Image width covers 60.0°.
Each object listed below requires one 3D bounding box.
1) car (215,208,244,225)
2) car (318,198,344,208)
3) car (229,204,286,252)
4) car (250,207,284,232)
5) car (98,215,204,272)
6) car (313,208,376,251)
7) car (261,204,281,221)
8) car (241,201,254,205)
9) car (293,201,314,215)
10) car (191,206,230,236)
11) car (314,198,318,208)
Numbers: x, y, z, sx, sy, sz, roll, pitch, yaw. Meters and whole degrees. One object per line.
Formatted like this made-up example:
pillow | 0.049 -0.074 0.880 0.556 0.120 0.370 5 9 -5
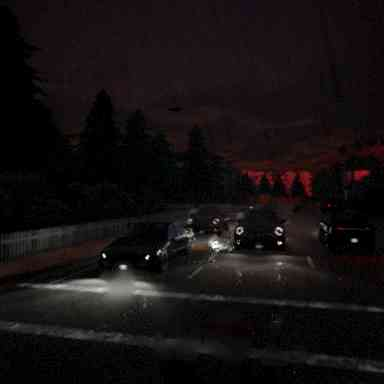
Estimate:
car | 3.423 2.120 29.812 1.895 1.301 4.718 -1 -1 15
car | 17.750 1.809 42.168 2.150 2.045 5.566 -1 -1 15
car | 3.217 1.614 15.380 2.097 1.767 4.553 -1 -1 15
car | 5.542 1.886 24.153 2.128 1.511 4.902 -1 -1 15
car | -1.278 1.797 12.058 2.033 1.411 5.357 -1 -1 15
car | 7.000 1.712 15.369 2.128 1.511 4.902 -1 -1 15
car | 8.123 2.047 33.868 1.837 1.490 4.892 -1 -1 15
car | 7.527 2.102 45.112 2.097 1.767 4.553 -1 -1 15
car | 14.490 2.131 43.886 1.882 1.535 5.008 -1 -1 15
car | 1.122 1.740 21.133 2.097 1.767 4.553 -1 -1 15
car | 20.308 1.963 52.206 2.150 2.045 5.566 -1 -1 15
